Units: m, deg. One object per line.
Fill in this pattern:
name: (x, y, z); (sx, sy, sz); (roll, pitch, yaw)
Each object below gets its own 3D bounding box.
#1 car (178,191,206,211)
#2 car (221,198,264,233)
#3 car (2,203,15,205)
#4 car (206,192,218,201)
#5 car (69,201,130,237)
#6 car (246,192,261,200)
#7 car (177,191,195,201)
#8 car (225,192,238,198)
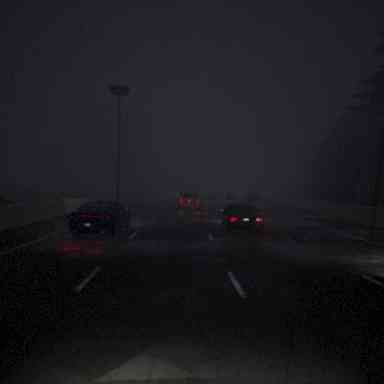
car: (-0.040, 0.843, 33.325); (2.097, 1.767, 4.553); (1, 1, 5)
car: (2.653, 1.320, 18.212); (2.033, 1.411, 5.357); (1, 1, 2)
car: (-14.833, 0.954, 23.710); (1.895, 1.301, 4.718); (1, 1, 2)
car: (3.311, 0.731, 56.376); (1.812, 1.442, 4.674); (1, 1, 13)
car: (-4.258, 1.150, 16.053); (1.882, 1.535, 5.008); (1, 1, 0)
car: (9.019, 0.784, 48.728); (2.097, 1.767, 4.553); (1, 1, 10)
car: (-0.879, 0.675, 53.320); (1.837, 1.490, 4.892); (0, 0, 12)
car: (6.416, 0.801, 54.182); (1.837, 1.490, 4.892); (0, 0, 12)
